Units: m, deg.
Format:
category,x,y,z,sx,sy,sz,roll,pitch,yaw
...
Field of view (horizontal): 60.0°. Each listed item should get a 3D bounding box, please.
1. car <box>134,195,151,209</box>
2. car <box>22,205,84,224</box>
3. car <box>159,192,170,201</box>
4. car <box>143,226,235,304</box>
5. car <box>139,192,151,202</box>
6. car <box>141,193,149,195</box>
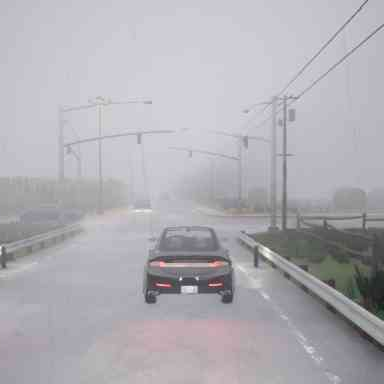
category,x,y,z,sx,sy,sz,roll,pitch,yaw
car,-6.324,1.468,42.897,1.994,1.385,4.181,0,1,-7
car,-10.972,1.725,26.329,4.674,1.442,1.812,0,1,-10
car,-5.469,0.850,65.616,2.097,1.767,4.553,0,1,-7
car,-0.091,1.612,8.420,2.128,1.511,4.902,0,-2,-1
car,-8.641,0.923,61.534,2.097,1.767,4.553,0,1,-7
car,-7.389,1.276,51.495,1.812,1.442,4.674,0,1,-7
